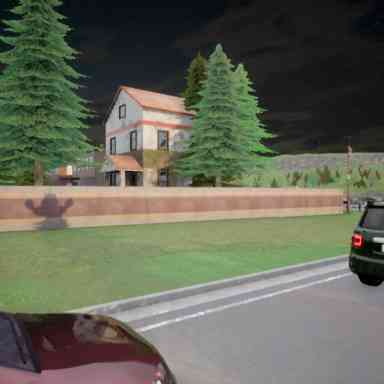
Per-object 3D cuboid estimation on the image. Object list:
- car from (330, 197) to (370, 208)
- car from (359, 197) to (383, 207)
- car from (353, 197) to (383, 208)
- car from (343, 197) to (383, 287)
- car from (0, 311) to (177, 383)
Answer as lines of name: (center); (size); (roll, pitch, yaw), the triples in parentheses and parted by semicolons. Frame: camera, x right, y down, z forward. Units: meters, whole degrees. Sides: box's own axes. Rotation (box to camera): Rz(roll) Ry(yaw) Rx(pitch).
car: (22.891, 1.475, 48.314); (2.128, 1.511, 4.902); (0, 0, -36)
car: (28.773, 1.544, 52.131); (1.994, 1.385, 4.181); (0, 0, -37)
car: (26.669, 1.487, 49.071); (1.837, 1.490, 4.892); (0, 0, -36)
car: (6.094, 1.218, 8.115); (5.566, 2.045, 2.150); (0, 0, -35)
car: (-2.138, 1.564, 2.339); (4.181, 1.385, 1.994); (0, 0, -34)
